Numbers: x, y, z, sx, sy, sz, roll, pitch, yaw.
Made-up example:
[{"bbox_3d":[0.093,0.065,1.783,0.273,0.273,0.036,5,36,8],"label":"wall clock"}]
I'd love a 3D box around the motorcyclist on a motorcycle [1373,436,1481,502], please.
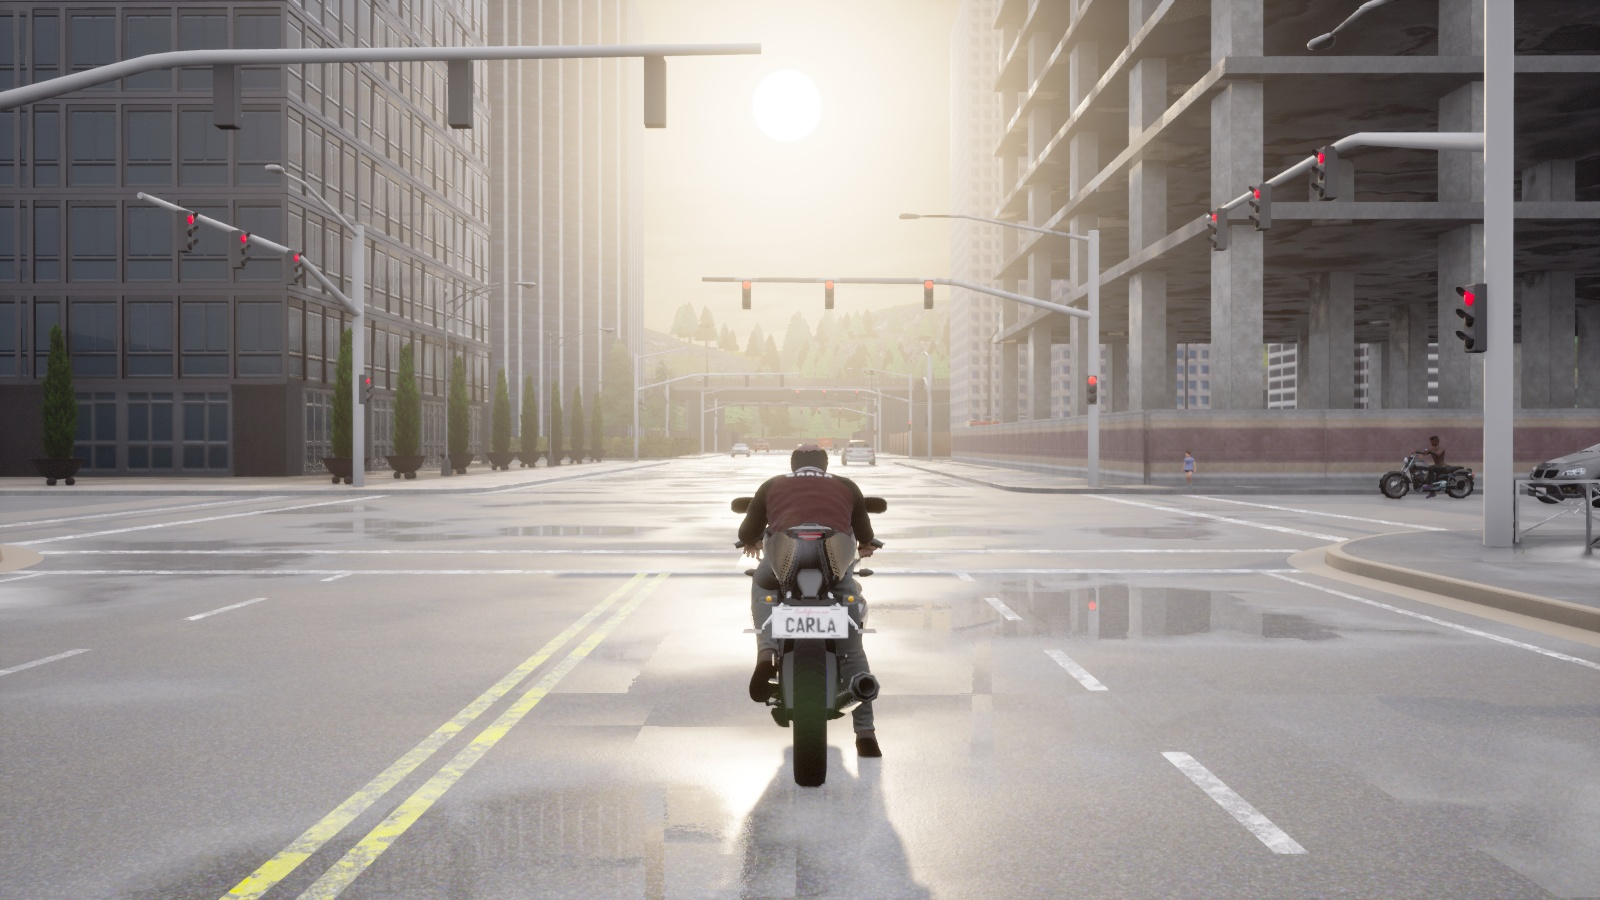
[{"bbox_3d":[15.918,0.474,31.900,2.350,1.649,0.766,0,0,0],"label":"motorcyclist on a motorcycle"}]

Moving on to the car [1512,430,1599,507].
[{"bbox_3d":[19.038,0.390,28.397,4.611,1.667,2.242,0,0,0],"label":"car"}]

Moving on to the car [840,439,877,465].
[{"bbox_3d":[3.933,0.114,85.024,2.242,1.667,4.611,0,0,0],"label":"car"}]

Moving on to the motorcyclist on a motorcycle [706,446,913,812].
[{"bbox_3d":[0.046,0.746,6.351,0.866,1.530,2.191,0,0,0],"label":"motorcyclist on a motorcycle"}]

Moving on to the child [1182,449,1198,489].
[{"bbox_3d":[10.892,0.535,35.079,0.394,1.110,0.255,0,0,-41],"label":"child"}]
